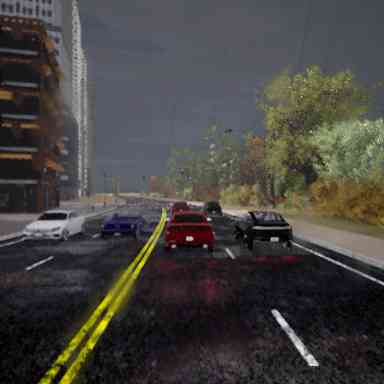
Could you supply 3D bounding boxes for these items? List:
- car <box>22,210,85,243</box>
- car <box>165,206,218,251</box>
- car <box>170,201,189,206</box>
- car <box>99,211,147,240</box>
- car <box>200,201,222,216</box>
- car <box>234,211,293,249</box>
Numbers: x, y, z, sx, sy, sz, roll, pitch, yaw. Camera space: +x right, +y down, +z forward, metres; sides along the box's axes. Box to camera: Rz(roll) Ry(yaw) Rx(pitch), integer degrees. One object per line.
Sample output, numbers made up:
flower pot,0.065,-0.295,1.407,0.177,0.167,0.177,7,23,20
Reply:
car,-6.869,1.664,17.103,1.812,1.442,4.674,0,-1,-1
car,-0.157,1.587,14.679,1.882,1.535,5.008,0,-1,-2
car,-1.297,1.737,36.265,1.882,1.535,5.008,0,-1,-4
car,-3.643,1.741,18.192,1.895,1.301,4.718,0,0,-2
car,2.026,1.751,35.411,1.837,1.490,4.892,0,-1,-4
car,3.077,1.599,15.077,2.128,1.511,4.902,0,0,-2
